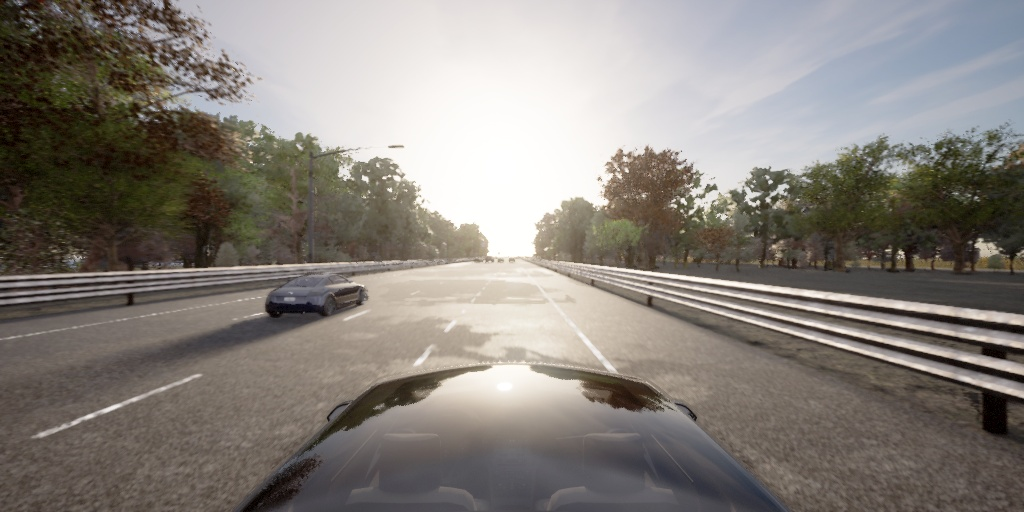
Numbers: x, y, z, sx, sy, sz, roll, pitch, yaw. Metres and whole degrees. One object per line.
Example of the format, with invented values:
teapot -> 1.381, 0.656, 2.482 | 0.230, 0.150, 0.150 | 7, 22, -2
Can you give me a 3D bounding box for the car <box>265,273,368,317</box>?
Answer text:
car -> -7.000, 1.328, 13.303 | 1.994, 1.385, 4.181 | 0, 0, 0
